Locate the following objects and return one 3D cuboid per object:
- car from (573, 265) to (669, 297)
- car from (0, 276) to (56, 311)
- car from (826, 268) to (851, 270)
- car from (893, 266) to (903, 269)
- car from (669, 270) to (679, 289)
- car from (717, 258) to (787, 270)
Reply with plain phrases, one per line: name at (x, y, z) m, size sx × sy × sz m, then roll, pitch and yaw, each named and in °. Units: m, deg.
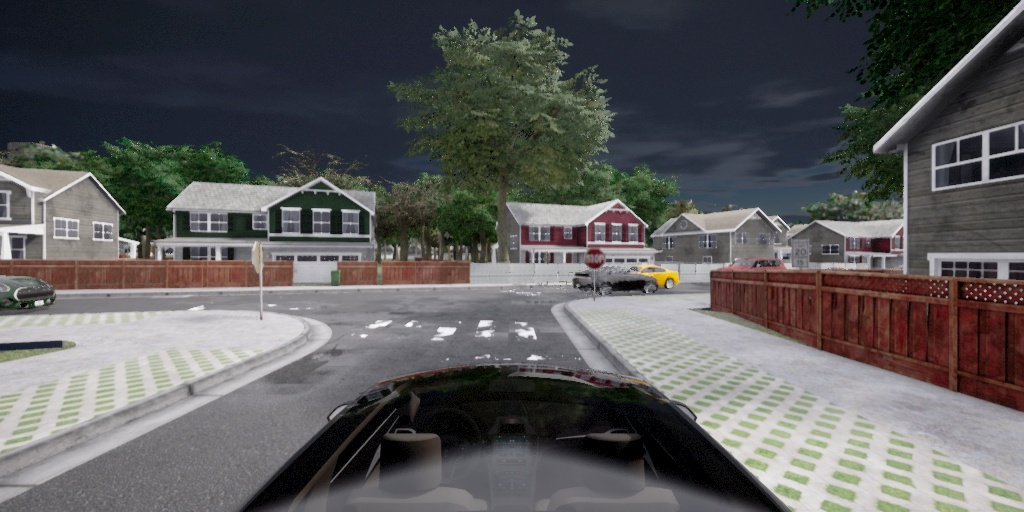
car at (5.585, 1.308, 19.135) m, size 4.902 × 1.511 × 2.128 m, roll 1°, pitch 0°, yaw -24°
car at (-17.271, 0.897, 10.746) m, size 4.553 × 1.767 × 2.097 m, roll 1°, pitch 0°, yaw -20°
car at (27.070, 1.648, 29.904) m, size 4.718 × 1.301 × 1.895 m, roll 1°, pitch 0°, yaw -20°
car at (36.867, 1.620, 33.416) m, size 5.008 × 1.535 × 1.882 m, roll 1°, pitch 0°, yaw -20°
car at (8.371, 1.327, 23.144) m, size 5.008 × 1.535 × 1.882 m, roll 1°, pitch 0°, yaw -20°
car at (17.716, 1.171, 26.537) m, size 5.566 × 2.045 × 2.150 m, roll 1°, pitch 0°, yaw -20°
